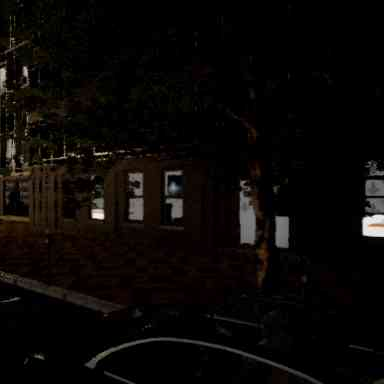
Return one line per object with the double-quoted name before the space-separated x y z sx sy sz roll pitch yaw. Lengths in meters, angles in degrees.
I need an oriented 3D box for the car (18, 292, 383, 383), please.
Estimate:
"car" 0.329 1.556 2.642 4.403 1.369 2.008 0 0 36
